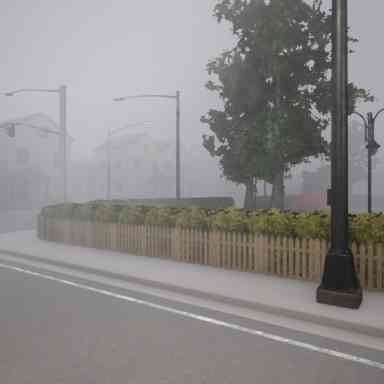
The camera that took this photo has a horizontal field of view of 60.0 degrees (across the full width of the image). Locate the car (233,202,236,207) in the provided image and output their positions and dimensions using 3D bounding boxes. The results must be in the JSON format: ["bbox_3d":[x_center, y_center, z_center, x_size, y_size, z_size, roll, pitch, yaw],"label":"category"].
[{"bbox_3d":[4.875,1.564,49.126,1.994,1.385,4.181,0,0,35],"label":"car"}]
